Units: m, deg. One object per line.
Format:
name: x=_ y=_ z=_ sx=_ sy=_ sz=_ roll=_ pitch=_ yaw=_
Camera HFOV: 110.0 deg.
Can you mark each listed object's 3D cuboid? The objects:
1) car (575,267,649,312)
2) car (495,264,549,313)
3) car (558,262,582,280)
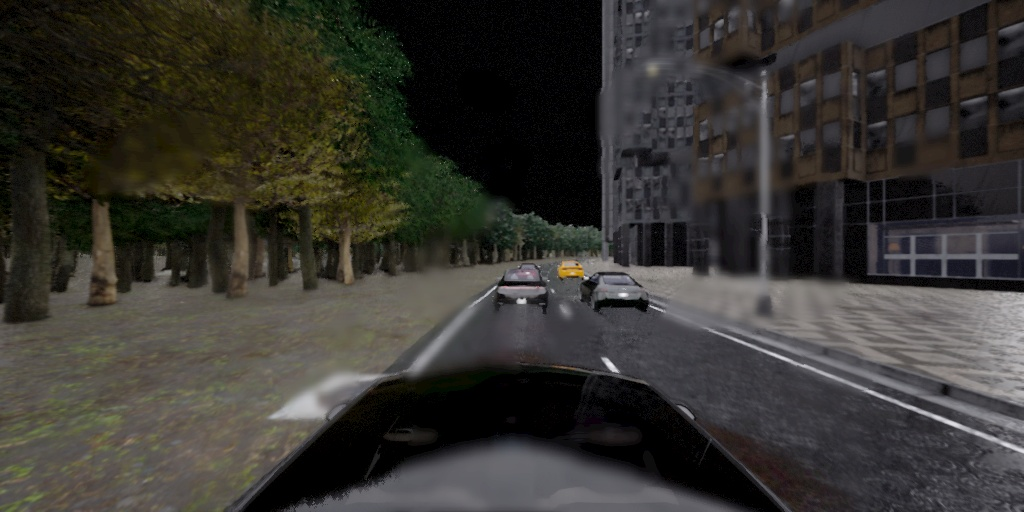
car: x=3.916 y=1.311 z=14.367 sx=1.994 sy=1.385 sz=4.181 roll=0 pitch=0 yaw=2
car: x=0.391 y=1.232 z=13.826 sx=2.128 sy=1.511 sz=4.902 roll=0 pitch=0 yaw=2
car: x=4.971 y=1.210 z=30.630 sx=1.882 sy=1.535 sz=5.008 roll=0 pitch=0 yaw=5
